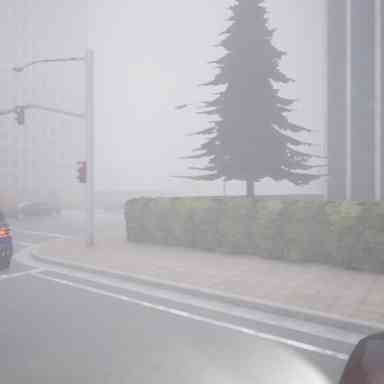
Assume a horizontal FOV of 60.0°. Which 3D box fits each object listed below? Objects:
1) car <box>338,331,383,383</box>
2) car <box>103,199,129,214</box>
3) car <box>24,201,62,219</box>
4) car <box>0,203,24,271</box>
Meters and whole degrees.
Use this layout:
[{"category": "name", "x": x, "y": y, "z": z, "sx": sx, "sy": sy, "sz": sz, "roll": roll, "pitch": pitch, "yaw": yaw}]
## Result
[{"category": "car", "x": 3.001, "y": 1.565, "z": 1.851, "sx": 4.181, "sy": 1.385, "sz": 1.994, "roll": 0, "pitch": 0, "yaw": 35}, {"category": "car", "x": -7.539, "y": 1.526, "z": 36.894, "sx": 1.882, "sy": 1.535, "sz": 5.008, "roll": 0, "pitch": 0, "yaw": 35}, {"category": "car", "x": -13.584, "y": 1.553, "z": 28.398, "sx": 1.837, "sy": 1.490, "sz": 4.892, "roll": 0, "pitch": 0, "yaw": 35}, {"category": "car", "x": -7.157, "y": 1.238, "z": 9.997, "sx": 2.150, "sy": 2.045, "sz": 5.566, "roll": -1, "pitch": 0, "yaw": -43}]
